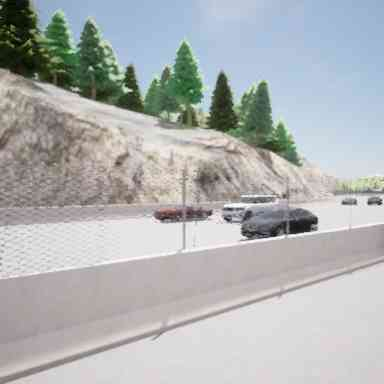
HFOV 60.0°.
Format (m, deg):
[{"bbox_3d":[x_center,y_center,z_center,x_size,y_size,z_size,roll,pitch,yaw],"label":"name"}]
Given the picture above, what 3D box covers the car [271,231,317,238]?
[{"bbox_3d":[4.500,1.511,16.603,4.892,1.490,1.837,0,0,-41],"label":"car"}]
